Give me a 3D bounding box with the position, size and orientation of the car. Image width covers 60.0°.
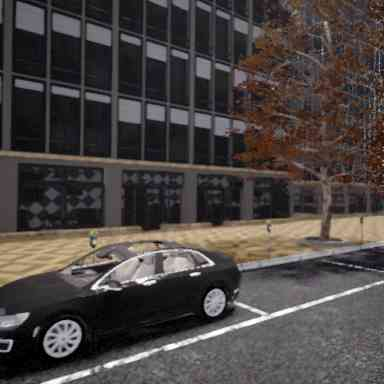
[{"bbox_3d":[-1.072,1.573,5.791,4.403,1.369,2.008,1,0,-35],"label":"car"}]
